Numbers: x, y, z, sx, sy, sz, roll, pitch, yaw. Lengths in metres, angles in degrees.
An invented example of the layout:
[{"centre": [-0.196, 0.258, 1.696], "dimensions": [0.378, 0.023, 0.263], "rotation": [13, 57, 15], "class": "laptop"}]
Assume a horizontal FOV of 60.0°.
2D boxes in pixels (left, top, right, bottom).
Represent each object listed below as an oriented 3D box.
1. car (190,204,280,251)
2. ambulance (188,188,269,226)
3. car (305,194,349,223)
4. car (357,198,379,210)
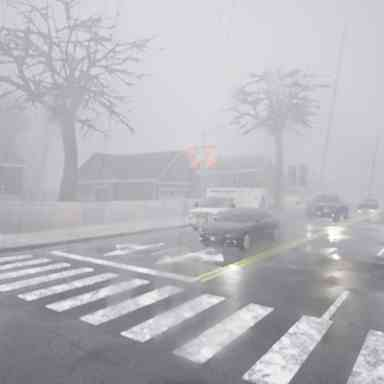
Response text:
[{"centre": [2.182, 1.468, 14.135], "dimensions": [1.837, 1.490, 4.892], "rotation": [0, 0, 36], "class": "car"}, {"centre": [2.328, 0.977, 19.709], "dimensions": [2.351, 2.431, 6.366], "rotation": [0, 0, 36], "class": "ambulance"}, {"centre": [10.583, 1.183, 25.751], "dimensions": [2.150, 2.045, 5.566], "rotation": [0, 0, 36], "class": "car"}, {"centre": [21.948, 1.484, 41.318], "dimensions": [2.033, 1.411, 5.357], "rotation": [0, 0, 36], "class": "car"}]
